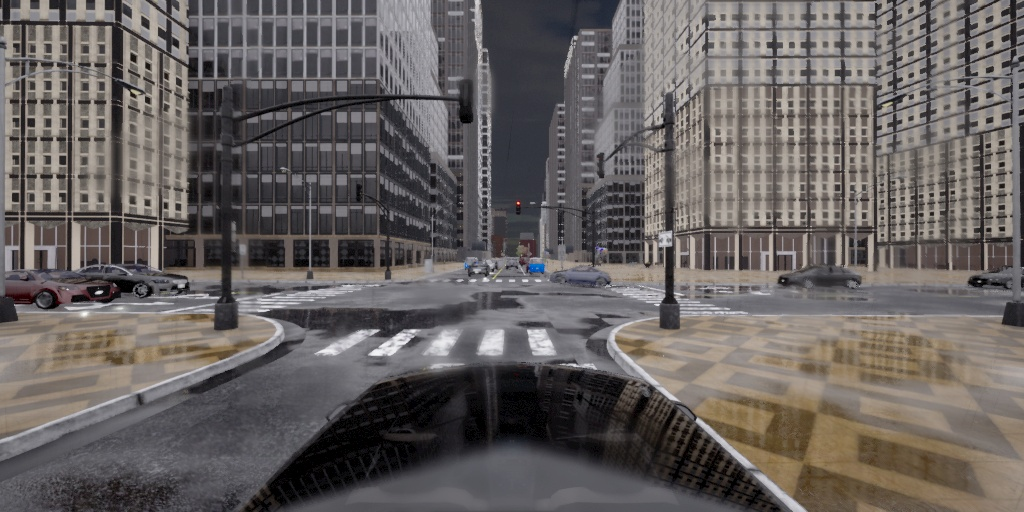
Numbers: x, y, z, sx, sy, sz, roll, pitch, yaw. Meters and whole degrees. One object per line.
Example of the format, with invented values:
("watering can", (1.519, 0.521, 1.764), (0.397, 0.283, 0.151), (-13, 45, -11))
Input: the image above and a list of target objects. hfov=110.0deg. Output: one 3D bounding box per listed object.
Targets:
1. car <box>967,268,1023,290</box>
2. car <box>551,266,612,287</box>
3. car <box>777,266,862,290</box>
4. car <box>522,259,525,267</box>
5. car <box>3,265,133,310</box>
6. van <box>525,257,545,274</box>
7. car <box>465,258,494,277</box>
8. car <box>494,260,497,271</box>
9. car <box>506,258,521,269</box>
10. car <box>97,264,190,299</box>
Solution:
("car", (34.164, 1.520, 24.406), (4.892, 1.490, 1.837), (1, 0, -1))
("car", (4.814, 1.357, 24.930), (4.181, 1.385, 1.994), (2, 0, 16))
("car", (20.602, 1.434, 24.107), (4.892, 1.490, 1.837), (0, 0, -1))
("car", (2.618, 1.295, 45.327), (1.888, 1.381, 4.507), (0, 0, 0))
("car", (-17.424, 1.169, 13.362), (4.181, 1.385, 1.994), (0, 0, -1))
("van", (2.687, 1.090, 39.789), (1.690, 1.789, 3.998), (0, 0, 0))
("car", (-3.231, 1.241, 35.623), (2.128, 1.511, 4.902), (0, 0, 0))
("car", (-3.191, 1.275, 45.797), (1.812, 1.442, 4.674), (0, 0, 0))
("car", (0.044, 1.295, 57.890), (2.033, 1.411, 5.357), (0, 0, 1))
("car", (-17.809, 1.109, 16.606), (4.902, 1.511, 2.128), (0, 0, -1))
